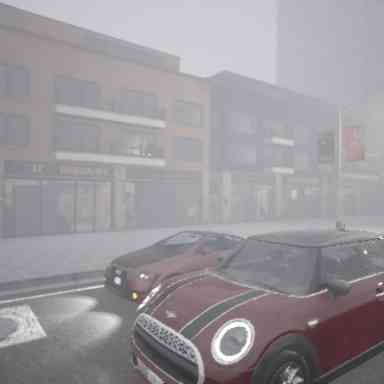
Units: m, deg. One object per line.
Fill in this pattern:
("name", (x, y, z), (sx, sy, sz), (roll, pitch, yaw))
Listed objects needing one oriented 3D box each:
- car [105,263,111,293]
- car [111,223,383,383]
("car", (0.122, 1.616, 7.875), (4.181, 1.385, 1.994), (1, 0, -36))
("car", (1.434, 1.392, 4.814), (4.553, 1.767, 2.097), (1, 0, -36))
